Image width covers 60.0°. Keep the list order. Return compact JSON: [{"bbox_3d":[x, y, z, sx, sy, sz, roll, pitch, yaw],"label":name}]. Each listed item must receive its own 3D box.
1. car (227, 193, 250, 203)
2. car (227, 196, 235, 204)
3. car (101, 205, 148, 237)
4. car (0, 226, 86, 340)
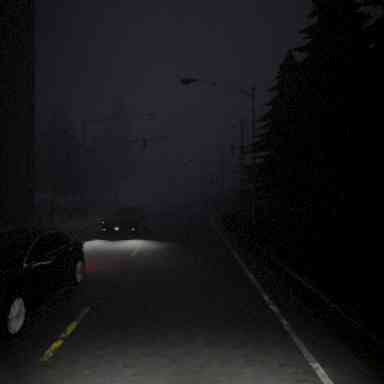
[{"bbox_3d":[8.350,1.113,60.387,3.866,1.878,1.905,0,0,-1],"label":"car"},{"bbox_3d":[8.769,1.113,57.877,4.605,1.855,1.932,0,0,-1],"label":"car"},{"bbox_3d":[-3.533,1.499,18.068,1.837,1.490,4.892,0,0,0],"label":"car"},{"bbox_3d":[-3.595,1.503,6.599,1.837,1.490,4.892,0,0,0],"label":"car"}]
